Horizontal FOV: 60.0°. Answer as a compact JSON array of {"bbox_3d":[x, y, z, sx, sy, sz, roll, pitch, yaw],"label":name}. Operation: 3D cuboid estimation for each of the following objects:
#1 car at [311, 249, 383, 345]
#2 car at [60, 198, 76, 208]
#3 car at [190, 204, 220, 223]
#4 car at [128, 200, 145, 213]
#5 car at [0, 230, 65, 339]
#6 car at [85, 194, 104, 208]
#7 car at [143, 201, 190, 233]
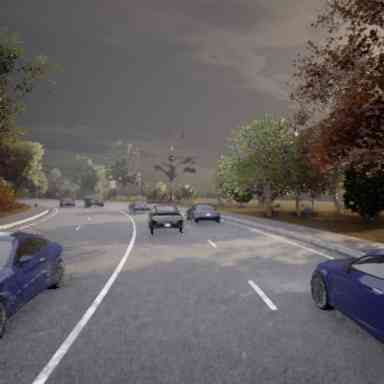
[{"bbox_3d":[3.386,1.521,4.837,1.812,1.442,4.674,0,0,-2],"label":"car"},{"bbox_3d":[-18.343,1.605,48.961,1.994,1.385,4.181,0,0,-25],"label":"car"},{"bbox_3d":[0.752,1.580,25.714,1.994,1.385,4.181,0,0,-12],"label":"car"},{"bbox_3d":[-6.052,1.580,37.763,2.033,1.411,5.357,0,0,-19],"label":"car"},{"bbox_3d":[-3.888,1.538,6.421,1.812,1.442,4.674,0,0,-4],"label":"car"},{"bbox_3d":[-14.391,1.266,48.799,2.150,2.045,5.566,0,0,-25],"label":"car"},{"bbox_3d":[-1.661,1.506,19.733,2.128,1.511,4.902,0,0,-9],"label":"car"}]
